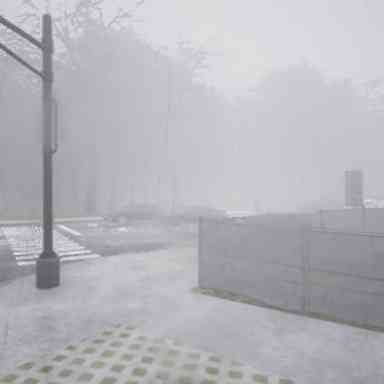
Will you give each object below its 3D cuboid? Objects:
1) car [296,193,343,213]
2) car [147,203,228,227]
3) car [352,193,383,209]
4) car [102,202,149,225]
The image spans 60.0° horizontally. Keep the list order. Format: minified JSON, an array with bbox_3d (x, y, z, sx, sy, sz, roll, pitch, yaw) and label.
[{"bbox_3d":[13.480,1.179,35.112,5.566,2.045,2.150,0,0,-31],"label":"car"},{"bbox_3d":[-0.065,1.546,23.126,5.357,1.411,2.033,0,0,-31],"label":"car"},{"bbox_3d":[19.174,1.142,34.740,5.566,2.045,2.150,0,0,-31],"label":"car"},{"bbox_3d":[-4.127,1.529,24.478,4.892,1.490,1.837,-1,0,-32],"label":"car"}]
